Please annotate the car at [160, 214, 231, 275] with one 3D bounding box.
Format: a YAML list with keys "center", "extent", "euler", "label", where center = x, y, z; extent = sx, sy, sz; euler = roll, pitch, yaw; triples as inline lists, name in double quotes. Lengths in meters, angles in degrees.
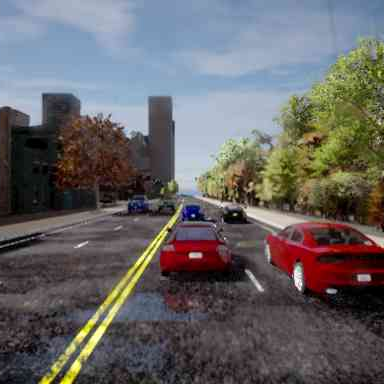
- center: [0.097, 1.629, 10.657]
  extent: [1.994, 1.385, 4.181]
  euler: [0, 0, 0]
  label: "car"

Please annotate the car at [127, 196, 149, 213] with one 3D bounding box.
- center: [-6.679, 1.478, 41.892]
  extent: [2.150, 2.045, 5.566]
  euler: [0, -1, 0]
  label: "car"

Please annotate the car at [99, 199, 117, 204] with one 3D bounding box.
- center: [-20.717, 2.318, 81.998]
  extent: [4.313, 1.339, 1.947]
  euler: [-1, 1, -1]
  label: "car"

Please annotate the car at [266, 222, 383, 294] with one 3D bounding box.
- center: [3.335, 1.533, 8.938]
  extent: [1.882, 1.535, 5.008]
  euler: [0, 0, 0]
  label: "car"

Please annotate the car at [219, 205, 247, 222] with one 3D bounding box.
- center: [3.341, 1.733, 27.735]
  extent: [1.994, 1.385, 4.181]
  euler: [0, 0, 0]
  label: "car"

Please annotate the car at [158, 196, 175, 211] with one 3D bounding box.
- center: [-3.486, 1.504, 46.087]
  extent: [2.150, 2.045, 5.566]
  euler: [0, -1, -1]
  label: "car"

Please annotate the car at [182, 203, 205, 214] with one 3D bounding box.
- center: [0.092, 1.697, 28.242]
  extent: [1.812, 1.442, 4.674]
  euler: [0, 0, 0]
  label: "car"
